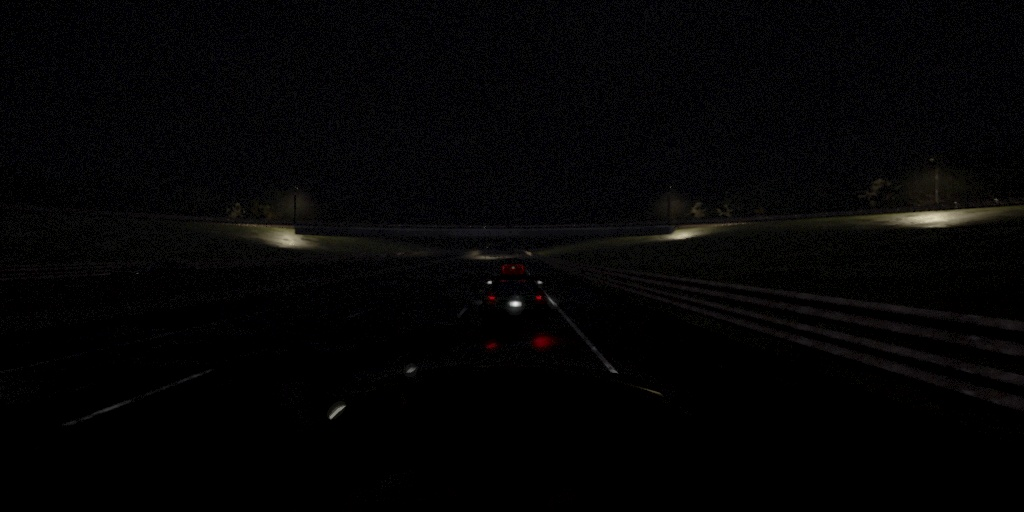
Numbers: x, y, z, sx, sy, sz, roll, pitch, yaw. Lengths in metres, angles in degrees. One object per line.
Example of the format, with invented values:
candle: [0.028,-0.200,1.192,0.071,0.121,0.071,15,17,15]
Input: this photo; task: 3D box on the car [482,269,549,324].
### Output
car: [0.101,1.299,11.901,1.994,1.385,4.181,0,0,0]

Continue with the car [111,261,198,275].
car: [-20.999,0.982,21.247,1.994,1.385,4.181,0,0,0]

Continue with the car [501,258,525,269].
car: [0.101,0.958,31.761,2.097,1.767,4.553,0,1,0]
